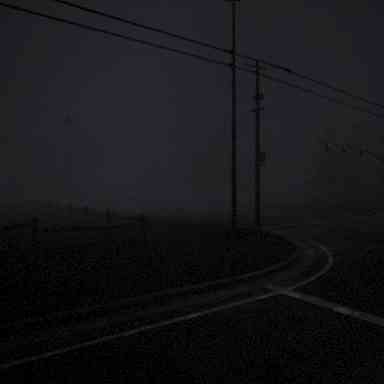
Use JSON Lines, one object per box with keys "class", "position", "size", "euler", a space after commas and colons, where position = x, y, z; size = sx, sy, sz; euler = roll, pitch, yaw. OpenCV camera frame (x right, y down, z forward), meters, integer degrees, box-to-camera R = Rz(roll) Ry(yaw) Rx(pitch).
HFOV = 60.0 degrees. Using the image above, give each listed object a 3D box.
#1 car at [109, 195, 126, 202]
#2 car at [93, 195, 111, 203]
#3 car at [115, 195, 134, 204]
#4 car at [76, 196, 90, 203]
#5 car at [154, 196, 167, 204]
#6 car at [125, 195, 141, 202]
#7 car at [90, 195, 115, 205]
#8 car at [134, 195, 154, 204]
{"class": "car", "position": [-15.783, 1.372, 70.591], "size": [1.837, 1.490, 4.892], "euler": [0, 0, -35]}
{"class": "car", "position": [-18.648, 1.408, 68.582], "size": [2.128, 1.511, 4.902], "euler": [0, 0, -35]}
{"class": "car", "position": [-12.795, 1.464, 60.239], "size": [1.812, 1.442, 4.674], "euler": [0, 0, -35]}
{"class": "car", "position": [-21.514, 1.433, 66.572], "size": [2.033, 1.411, 5.357], "euler": [0, 0, -35]}
{"class": "car", "position": [-6.864, 1.470, 63.974], "size": [2.033, 1.411, 5.357], "euler": [0, 0, -35]}
{"class": "car", "position": [-12.918, 1.388, 72.602], "size": [1.812, 1.442, 4.674], "euler": [0, 0, -35]}
{"class": "car", "position": [-15.738, 1.298, 58.339], "size": [2.097, 1.767, 4.553], "euler": [0, 0, -35]}
{"class": "car", "position": [-9.728, 1.478, 61.962], "size": [2.033, 1.411, 5.357], "euler": [0, 0, -35]}
